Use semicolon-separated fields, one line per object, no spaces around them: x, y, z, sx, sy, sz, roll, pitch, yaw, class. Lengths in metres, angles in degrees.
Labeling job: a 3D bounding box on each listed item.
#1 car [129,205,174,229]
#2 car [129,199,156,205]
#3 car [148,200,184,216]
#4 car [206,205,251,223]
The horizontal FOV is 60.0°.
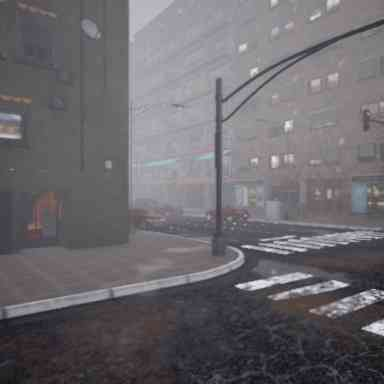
-3.371;1.821;23.648;1.802;1.307;4.206;-1;0;-36;car
-5.921;1.726;40.579;2.192;1.841;5.009;-1;0;-36;car
-2.601;1.887;35.987;1.887;1.381;4.507;-1;0;-36;car
2.990;1.772;28.243;1.887;1.381;4.507;-1;0;-36;car
